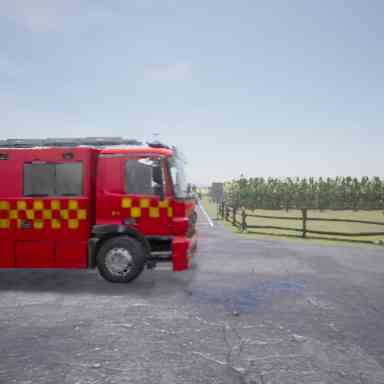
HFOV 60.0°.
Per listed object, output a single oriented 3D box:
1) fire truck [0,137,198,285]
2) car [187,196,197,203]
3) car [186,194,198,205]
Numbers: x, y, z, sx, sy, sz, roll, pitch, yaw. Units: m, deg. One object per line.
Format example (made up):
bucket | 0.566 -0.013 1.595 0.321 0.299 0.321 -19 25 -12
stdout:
fire truck | -4.162 0.356 9.600 8.468 3.827 2.891 0 0 6
car | 0.013 1.474 68.155 2.033 1.411 5.357 0 0 0
car | 0.011 1.296 58.119 2.097 1.767 4.553 0 0 0
